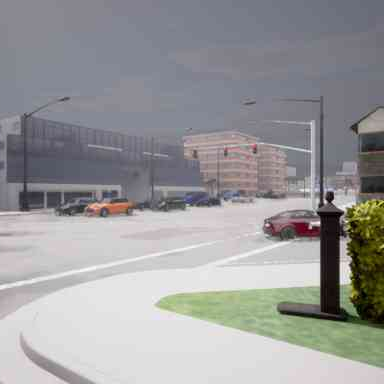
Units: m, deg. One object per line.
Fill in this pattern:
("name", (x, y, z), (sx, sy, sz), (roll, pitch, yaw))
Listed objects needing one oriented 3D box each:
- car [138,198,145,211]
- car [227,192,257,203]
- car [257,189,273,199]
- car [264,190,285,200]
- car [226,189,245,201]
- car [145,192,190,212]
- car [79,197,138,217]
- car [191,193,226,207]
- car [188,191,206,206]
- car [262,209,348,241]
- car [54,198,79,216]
("car", (-5.451, 1.433, 39.782), (2.033, 1.411, 5.357), (0, 1, 35))
("car", (8.001, 1.060, 52.868), (1.895, 1.301, 4.718), (0, 2, 35))
("car", (15.237, 0.389, 69.136), (2.150, 2.045, 5.566), (0, 0, 35))
("car", (16.410, 0.788, 64.740), (1.895, 1.301, 4.718), (0, 0, 35))
("car", (7.554, 0.572, 58.319), (2.150, 2.045, 5.566), (0, 1, 35))
("car", (-2.684, 1.240, 37.612), (2.097, 1.767, 4.553), (0, 1, 35))
("car", (-7.614, 1.301, 30.589), (2.097, 1.767, 4.553), (0, 0, 35))
("car", (2.262, 1.293, 44.686), (1.994, 1.385, 4.181), (0, 1, 35))
("car", (0.229, 0.915, 47.883), (2.150, 2.045, 5.566), (0, 1, 35))
("car", (5.576, 1.555, 16.307), (4.181, 1.385, 1.994), (0, 0, -11))
("car", (-10.874, 1.306, 32.030), (2.097, 1.767, 4.553), (0, 0, 35))
